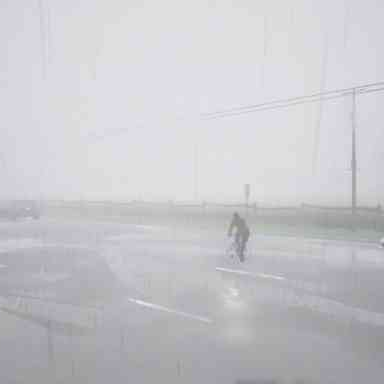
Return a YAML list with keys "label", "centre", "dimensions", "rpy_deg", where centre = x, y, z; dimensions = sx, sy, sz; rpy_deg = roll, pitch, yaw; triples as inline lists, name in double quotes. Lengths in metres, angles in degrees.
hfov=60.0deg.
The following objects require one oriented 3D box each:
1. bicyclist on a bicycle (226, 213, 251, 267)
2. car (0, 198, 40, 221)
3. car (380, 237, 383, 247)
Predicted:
- label: "bicyclist on a bicycle"
  centre: [1.474, 1.455, 10.429]
  dimensions: [0.582, 1.620, 1.656]
  rpy_deg: [0, 2, 35]
- label: "car"
  centre: [-14.461, 1.352, 27.149]
  dimensions: [4.553, 1.767, 2.097]
  rpy_deg: [0, 0, 37]
- label: "car"
  centre: [8.728, 1.601, 10.593]
  dimensions: [4.718, 1.301, 1.895]
  rpy_deg: [0, 0, 36]
